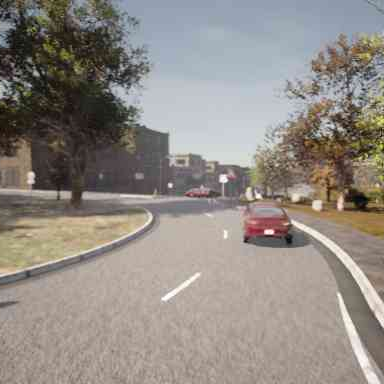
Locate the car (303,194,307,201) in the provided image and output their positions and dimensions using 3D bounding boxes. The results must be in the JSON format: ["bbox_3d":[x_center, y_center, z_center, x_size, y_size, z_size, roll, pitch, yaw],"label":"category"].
[{"bbox_3d":[24.537,1.593,80.470,4.792,1.488,2.163,1,-1,24],"label":"car"}]

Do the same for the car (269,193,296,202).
[{"bbox_3d":[17.861,1.117,65.348,4.792,1.488,2.163,1,-1,24],"label":"car"}]

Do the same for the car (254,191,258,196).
[{"bbox_3d":[14.562,0.844,71.605,2.150,2.045,5.566,1,-1,24],"label":"car"}]

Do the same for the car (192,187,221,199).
[{"bbox_3d":[2.203,0.097,42.706,2.033,1.411,5.357,2,1,20],"label":"car"}]

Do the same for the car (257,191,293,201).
[{"bbox_3d":[14.469,0.803,57.824,4.892,1.521,2.231,1,-1,24],"label":"car"}]

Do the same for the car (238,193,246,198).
[{"bbox_3d":[11.574,1.073,72.898,2.128,1.511,4.902,1,-1,24],"label":"car"}]

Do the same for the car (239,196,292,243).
[{"bbox_3d":[3.022,1.143,13.981,1.812,1.442,4.674,1,3,7],"label":"car"}]

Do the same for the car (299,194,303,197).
[{"bbox_3d":[21.173,1.216,72.919,4.553,1.767,2.185,1,-1,24],"label":"car"}]

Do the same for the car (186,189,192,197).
[{"bbox_3d":[0.786,0.218,47.847,1.895,1.301,4.718,1,-2,21],"label":"car"}]

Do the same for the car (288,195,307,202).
[{"bbox_3d":[27.956,1.632,88.133,4.553,1.767,2.185,1,-1,24],"label":"car"}]

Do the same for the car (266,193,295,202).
[{"bbox_3d":[16.722,0.994,62.847,4.892,1.521,2.231,1,-1,24],"label":"car"}]

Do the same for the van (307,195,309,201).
[{"bbox_3d":[26.919,1.471,85.440,4.442,1.987,1.878,1,-1,24],"label":"van"}]

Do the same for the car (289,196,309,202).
[{"bbox_3d":[29.046,1.811,90.521,4.892,1.521,2.231,1,-1,24],"label":"car"}]
